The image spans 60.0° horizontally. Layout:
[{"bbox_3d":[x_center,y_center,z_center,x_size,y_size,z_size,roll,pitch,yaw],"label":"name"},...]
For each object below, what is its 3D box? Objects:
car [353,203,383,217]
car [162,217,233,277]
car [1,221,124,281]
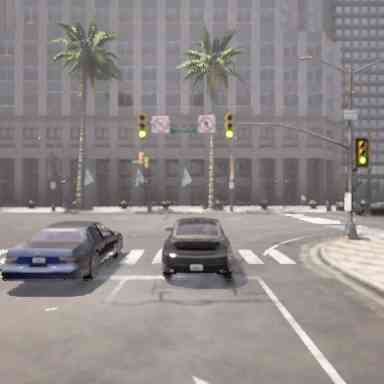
[{"bbox_3d":[18.213,1.690,32.382,4.718,1.301,1.895,0,0,0],"label":"car"},{"bbox_3d":[0.197,1.534,10.298,1.837,1.490,4.892,0,0,2],"label":"car"},{"bbox_3d":[-3.422,1.575,9.915,2.033,1.411,5.357,0,0,0],"label":"car"}]
